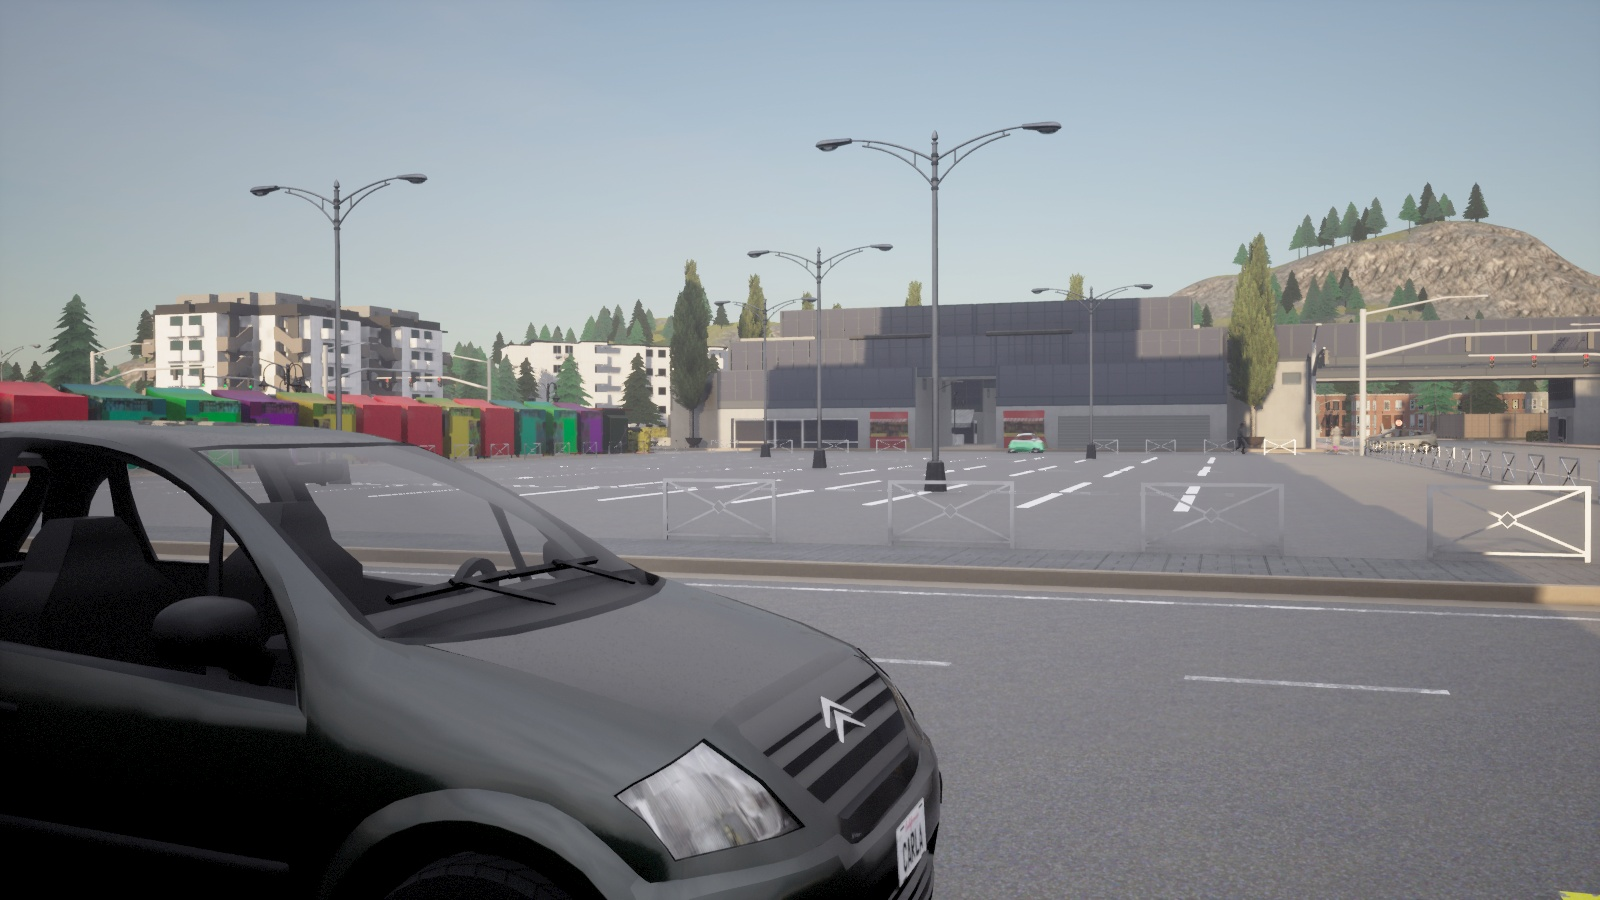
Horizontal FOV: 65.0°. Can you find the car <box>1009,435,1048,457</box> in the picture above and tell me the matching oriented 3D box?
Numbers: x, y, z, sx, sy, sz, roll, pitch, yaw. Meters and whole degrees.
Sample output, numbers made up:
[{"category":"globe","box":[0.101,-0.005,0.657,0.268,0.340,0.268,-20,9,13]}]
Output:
[{"category":"car","box":[14.268,-0.265,78.386,2.207,1.376,1.481,0,1,20]}]

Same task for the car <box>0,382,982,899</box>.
[{"category":"car","box":[-1.613,0.659,3.733,3.988,1.617,1.851,1,1,19]}]

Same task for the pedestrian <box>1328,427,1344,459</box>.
[{"category":"pedestrian","box":[32.183,-0.423,75.361,0.659,1.952,0.873,0,1,7]}]

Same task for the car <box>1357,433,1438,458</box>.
[{"category":"car","box":[38.451,-0.322,80.903,4.514,1.525,2.007,1,1,18]}]

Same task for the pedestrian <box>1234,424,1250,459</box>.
[{"category":"pedestrian","box":[24.723,-0.491,70.226,0.788,1.949,0.423,1,1,21]}]
